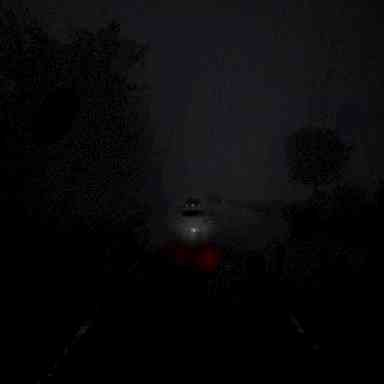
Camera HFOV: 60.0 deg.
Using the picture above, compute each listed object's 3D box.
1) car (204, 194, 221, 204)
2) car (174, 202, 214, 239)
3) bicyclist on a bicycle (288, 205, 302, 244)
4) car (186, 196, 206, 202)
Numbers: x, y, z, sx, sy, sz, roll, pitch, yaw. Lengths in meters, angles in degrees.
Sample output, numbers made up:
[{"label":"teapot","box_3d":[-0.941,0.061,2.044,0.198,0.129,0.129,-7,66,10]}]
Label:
[{"label":"car","box_3d":[3.597,1.074,55.059,2.097,1.767,4.553,0,0,0]},{"label":"car","box_3d":[0.099,1.440,16.558,1.812,1.442,4.674,0,0,0]},{"label":"bicyclist on a bicycle","box_3d":[4.466,1.379,14.401,0.582,1.620,1.656,0,0,0]},{"label":"car","box_3d":[0.097,1.369,34.957,2.033,1.411,5.357,0,0,0]}]
